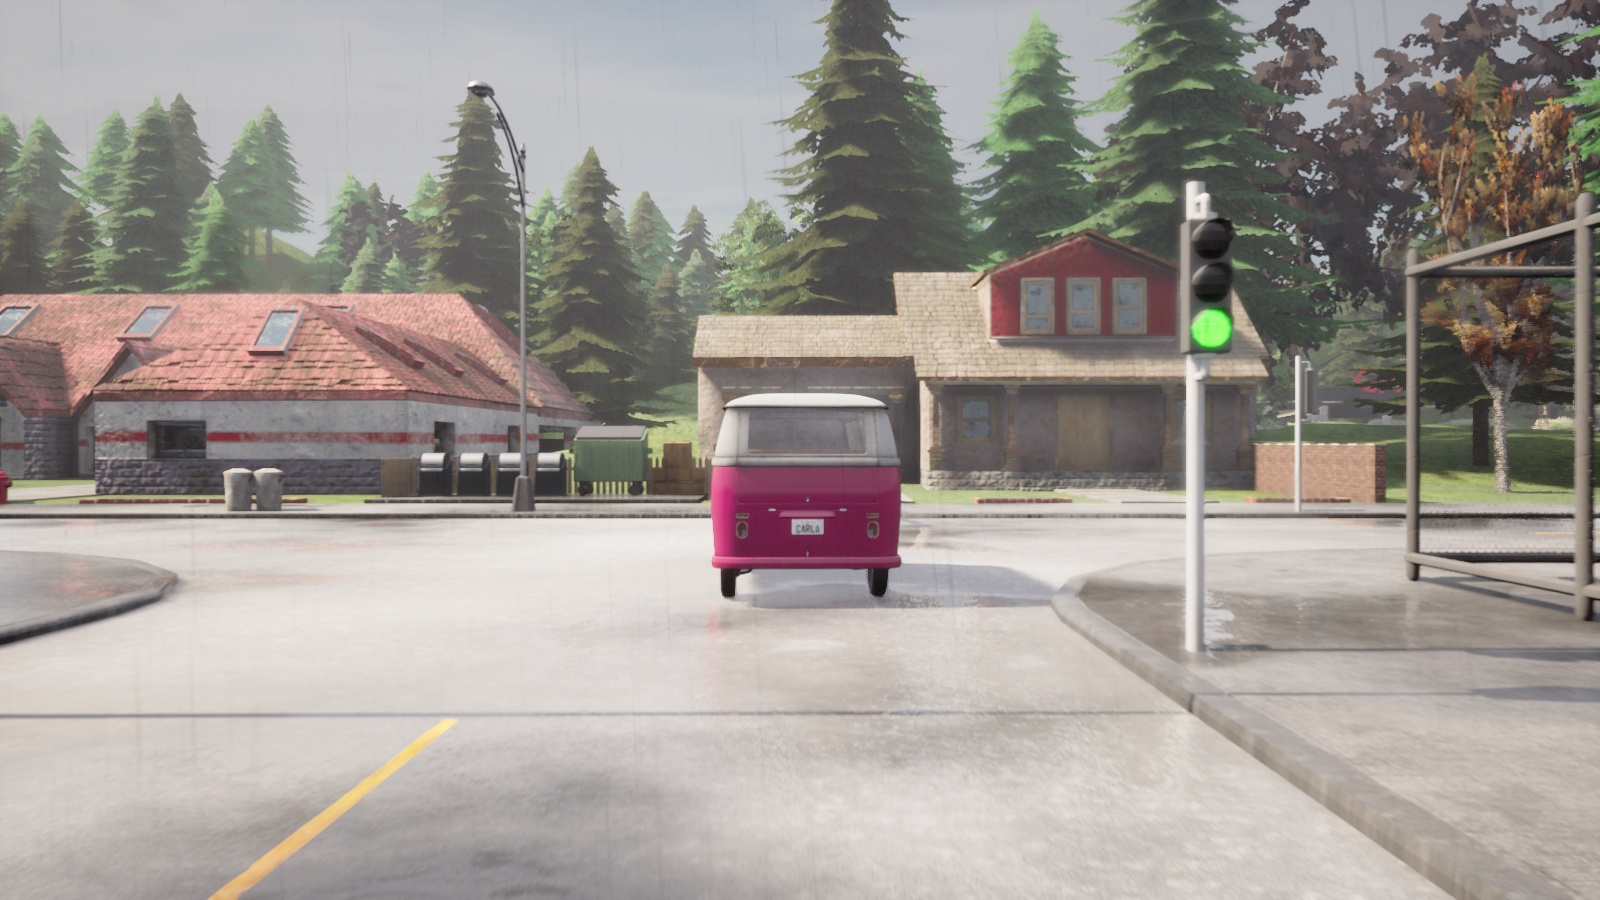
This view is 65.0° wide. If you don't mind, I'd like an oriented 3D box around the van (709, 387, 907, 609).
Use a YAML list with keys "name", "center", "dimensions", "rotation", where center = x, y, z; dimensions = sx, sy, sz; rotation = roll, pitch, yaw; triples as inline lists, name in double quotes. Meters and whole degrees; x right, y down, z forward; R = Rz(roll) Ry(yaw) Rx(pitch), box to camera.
- name: "van"
  center: [-0.044, 0.420, 13.470]
  dimensions: [1.775, 1.987, 4.442]
  rotation: [0, 0, -3]
